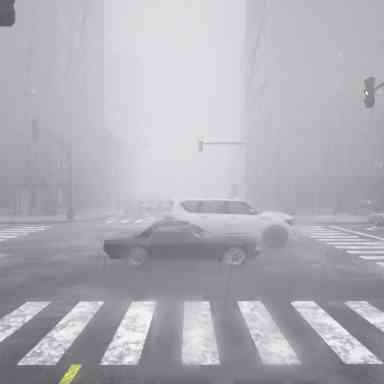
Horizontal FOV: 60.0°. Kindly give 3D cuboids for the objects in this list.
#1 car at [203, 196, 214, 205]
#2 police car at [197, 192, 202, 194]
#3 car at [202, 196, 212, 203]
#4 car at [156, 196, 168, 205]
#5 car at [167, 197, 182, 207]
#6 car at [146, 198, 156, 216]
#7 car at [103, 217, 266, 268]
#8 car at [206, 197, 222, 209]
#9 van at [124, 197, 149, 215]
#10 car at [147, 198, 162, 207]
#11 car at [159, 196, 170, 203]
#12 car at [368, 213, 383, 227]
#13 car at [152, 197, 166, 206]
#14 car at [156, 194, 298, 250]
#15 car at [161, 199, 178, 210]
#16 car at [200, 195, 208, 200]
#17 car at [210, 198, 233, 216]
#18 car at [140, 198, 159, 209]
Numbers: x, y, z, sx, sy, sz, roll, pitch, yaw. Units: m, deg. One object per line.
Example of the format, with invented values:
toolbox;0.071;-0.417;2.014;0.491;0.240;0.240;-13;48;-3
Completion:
car;2.989;1.527;61.863;1.752;1.417;4.829;0;0;0
police car;2.781;1.421;79.454;1.930;1.638;5.238;0;0;0
car;3.019;1.552;67.363;2.008;1.369;4.403;0;0;0
car;-5.538;1.527;61.561;1.752;1.417;4.829;0;0;0
car;-2.811;1.551;53.837;2.033;1.411;5.357;0;0;1
car;-2.929;1.603;33.164;1.895;1.301;4.718;0;0;3
car;-0.267;1.604;10.659;4.718;1.301;1.895;0;0;0
car;2.899;1.443;44.686;1.967;1.590;4.097;0;0;0
van;-5.687;1.343;33.390;1.690;1.788;3.998;0;0;0
car;-5.597;1.585;50.395;1.802;1.307;4.206;0;0;0
car;-5.507;1.567;67.400;1.947;1.339;4.313;0;0;0
car;13.642;1.615;20.676;4.718;1.301;1.895;0;0;0
car;-5.567;1.569;56.063;1.947;1.339;4.313;0;0;0
car;1.484;1.225;13.918;5.566;2.045;2.150;0;0;0
car;-2.875;1.604;43.147;1.895;1.301;4.718;0;0;1
car;3.138;1.558;90.040;1.947;1.339;4.313;0;0;0
car;2.839;1.442;33.348;1.967;1.590;4.097;0;0;0
car;-5.627;1.569;44.727;1.947;1.339;4.313;0;0;0
